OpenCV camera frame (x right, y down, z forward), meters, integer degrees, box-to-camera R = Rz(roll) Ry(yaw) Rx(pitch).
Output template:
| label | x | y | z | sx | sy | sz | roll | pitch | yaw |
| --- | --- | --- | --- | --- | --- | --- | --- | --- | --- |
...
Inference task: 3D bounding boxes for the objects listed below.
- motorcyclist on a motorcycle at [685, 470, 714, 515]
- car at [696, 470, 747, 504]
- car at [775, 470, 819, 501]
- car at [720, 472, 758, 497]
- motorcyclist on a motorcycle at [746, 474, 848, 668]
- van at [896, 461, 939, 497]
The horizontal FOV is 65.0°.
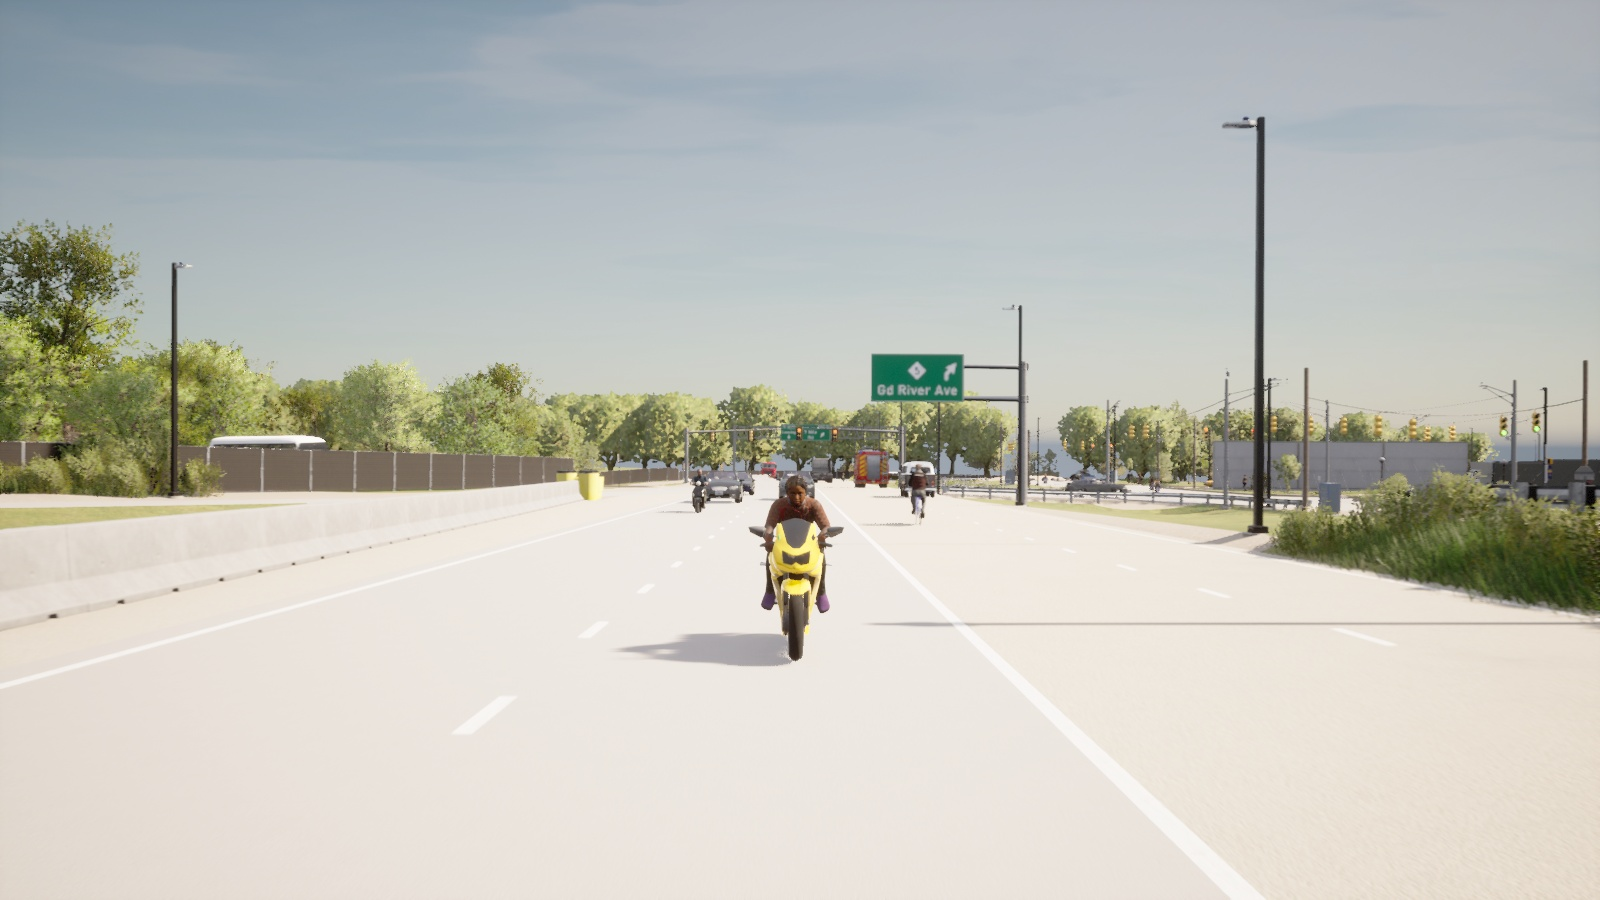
| label | x | y | z | sx | sy | sz | roll | pitch | yaw |
| --- | --- | --- | --- | --- | --- | --- | --- | --- | --- |
| motorcyclist on a motorcycle | -3.606 | 1.503 | 45.175 | 0.866 | 1.590 | 1.817 | 0 | -1 | 0 |
| car | -3.639 | 1.717 | 59.100 | 2.128 | 1.511 | 4.902 | 0 | -1 | 0 |
| car | -0.152 | 1.785 | 64.575 | 2.128 | 1.511 | 4.902 | 0 | -1 | 0 |
| car | -3.680 | 2.071 | 76.514 | 2.033 | 1.411 | 5.357 | 0 | -1 | 0 |
| motorcyclist on a motorcycle | -0.026 | 0.977 | 10.964 | 0.797 | 1.523 | 2.044 | 0 | -1 | 0 |
| van | 6.827 | 1.653 | 73.162 | 2.069 | 2.038 | 4.480 | 0 | -1 | 0 |
